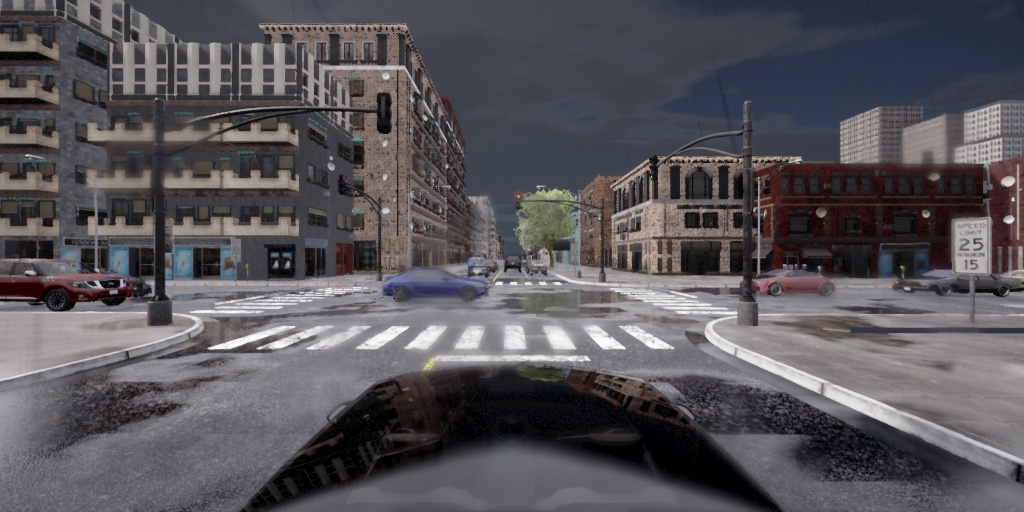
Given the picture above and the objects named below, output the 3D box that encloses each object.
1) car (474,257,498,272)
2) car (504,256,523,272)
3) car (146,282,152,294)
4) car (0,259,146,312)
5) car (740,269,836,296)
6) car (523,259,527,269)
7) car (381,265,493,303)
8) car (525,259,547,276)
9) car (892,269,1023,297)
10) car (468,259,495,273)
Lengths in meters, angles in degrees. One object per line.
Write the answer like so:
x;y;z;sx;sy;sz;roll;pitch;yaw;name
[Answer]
-3.103;1.141;44.231;2.097;1.767;4.553;0;0;0;car
0.095;1.017;48.129;2.150;2.045;5.566;0;0;0;car
-18.694;1.257;15.846;4.181;1.385;1.994;0;0;0;car
-17.278;1.013;13.266;5.009;1.841;2.192;0;0;0;car
14.716;1.386;19.286;4.181;1.385;1.994;0;0;0;car
2.686;1.226;42.684;1.967;1.591;4.097;0;0;0;car
-3.361;1.279;15.955;4.674;1.442;1.812;0;0;0;car
2.686;1.328;36.987;2.007;1.370;4.403;0;0;0;car
24.018;1.411;19.354;5.357;1.411;2.033;0;0;0;car
-3.106;1.265;34.337;2.128;1.511;4.902;0;0;0;car
